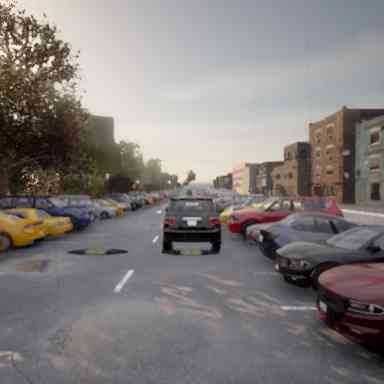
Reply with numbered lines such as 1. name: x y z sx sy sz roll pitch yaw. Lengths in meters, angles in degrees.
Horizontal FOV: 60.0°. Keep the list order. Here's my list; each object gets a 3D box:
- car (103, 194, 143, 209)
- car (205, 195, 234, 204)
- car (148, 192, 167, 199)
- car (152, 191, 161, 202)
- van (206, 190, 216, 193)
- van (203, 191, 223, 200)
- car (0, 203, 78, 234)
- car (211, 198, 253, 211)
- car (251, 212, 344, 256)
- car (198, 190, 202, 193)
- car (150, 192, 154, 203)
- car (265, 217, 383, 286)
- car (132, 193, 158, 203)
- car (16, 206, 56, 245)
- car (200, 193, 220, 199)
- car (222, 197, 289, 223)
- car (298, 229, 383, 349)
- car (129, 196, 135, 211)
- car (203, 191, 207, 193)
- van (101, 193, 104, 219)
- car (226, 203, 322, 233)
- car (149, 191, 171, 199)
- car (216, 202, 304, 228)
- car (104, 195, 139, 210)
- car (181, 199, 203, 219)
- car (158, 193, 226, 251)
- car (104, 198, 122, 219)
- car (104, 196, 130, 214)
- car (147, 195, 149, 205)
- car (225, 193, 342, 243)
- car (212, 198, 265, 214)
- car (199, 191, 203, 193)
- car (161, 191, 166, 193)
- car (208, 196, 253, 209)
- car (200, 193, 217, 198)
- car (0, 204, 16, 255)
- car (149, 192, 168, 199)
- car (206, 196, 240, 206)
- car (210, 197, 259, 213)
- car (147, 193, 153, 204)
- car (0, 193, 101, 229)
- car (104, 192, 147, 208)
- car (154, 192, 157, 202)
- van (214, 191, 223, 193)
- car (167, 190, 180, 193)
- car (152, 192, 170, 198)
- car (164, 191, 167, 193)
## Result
1. car: -8.500 1.209 41.363 4.553 1.767 2.185 0 0 0
2. car: 4.548 1.276 55.304 4.674 1.452 2.002 0 0 0
3. car: -8.555 0.887 83.012 4.553 1.767 2.185 0 0 0
4. car: -8.501 0.985 55.288 5.566 2.045 2.435 0 0 0
5. van: 4.667 1.071 46.889 4.442 1.987 1.878 0 0 0
6. van: 4.671 0.856 74.660 4.442 1.987 1.878 0 0 0
7. car: -8.722 1.484 16.300 5.366 1.575 1.946 0 0 0
8. car: 4.545 1.393 38.605 4.674 1.452 2.002 0 0 0
9. car: 4.572 1.543 10.769 4.792 1.488 2.163 0 0 0
10. car: 4.583 0.852 72.001 5.566 2.045 2.435 0 0 0
11. car: -8.498 1.151 49.717 4.553 1.767 2.185 0 0 0
12. car: 4.547 1.517 7.982 5.008 1.535 2.097 0 0 0
13. car: -8.559 1.068 60.858 4.553 1.767 2.185 0 0 0
14. car: -8.532 1.503 13.392 5.008 1.535 2.097 0 0 0
15. car: 4.743 0.962 88.702 5.366 1.575 1.946 0 0 0
16. car: 4.576 1.313 24.561 4.553 1.767 2.185 0 0 0
17. car: 4.547 1.513 5.192 5.008 1.535 2.097 0 0 0
18. car: -8.540 1.389 33.010 4.892 1.521 2.231 0 0 0
19. car: 4.583 1.090 58.085 4.553 1.767 2.185 0 0 0
20. van: -8.419 1.229 21.869 4.442 1.987 1.878 0 0 0
21. car: 4.549 1.470 19.121 5.008 1.535 2.097 0 0 0
22. car: -8.551 0.714 88.706 5.566 2.045 2.435 0 0 0
23. car: 4.359 1.451 21.904 5.366 1.575 1.946 0 0 0
24. car: -8.561 1.400 35.793 4.792 1.488 2.163 0 0 0
25. car: 0.013 1.457 29.364 1.812 1.442 4.674 0 1 0
26. car: 0.005 1.197 14.032 2.150 2.045 5.566 0 -1 0
27. car: -8.537 1.462 27.440 4.674 1.452 2.002 0 0 0
28. car: -8.539 1.405 30.225 5.008 1.535 2.097 0 0 0
29. car: -8.534 1.356 44.150 4.674 1.452 2.002 0 0 0
30. car: 4.515 1.235 16.336 5.566 2.045 2.435 0 0 0
31. car: 4.541 1.388 33.037 5.008 1.535 2.097 0 0 0
32. car: 4.367 1.168 63.654 5.366 1.575 1.946 0 0 0
33. car: -8.531 1.126 69.214 5.008 1.535 2.097 0 0 0
34. car: 4.734 1.331 41.387 5.366 1.575 1.946 0 0 0
35. car: 4.543 0.984 91.344 4.674 1.452 2.002 -1 0 0
36. car: -8.569 1.389 10.606 4.553 1.767 2.185 0 0 0
37. car: -8.554 0.864 85.796 4.553 1.767 2.185 0 0 0
38. car: 4.579 1.307 49.738 4.792 1.488 2.163 0 0 0
39. car: 4.553 1.371 35.820 5.008 1.535 2.097 0 0 0
40. car: -8.525 1.297 46.934 5.008 1.535 2.097 0 0 0
41. car: -8.507 1.219 19.084 5.566 2.045 2.435 0 0 0
42. car: -8.504 1.102 38.579 5.566 2.045 2.435 0 0 0
43. car: -8.534 1.256 52.503 5.008 1.535 2.097 0 0 0
44. van: 4.429 1.179 30.253 4.442 1.987 1.878 0 0 0
45. car: -3.486 0.851 71.690 2.150 2.045 5.566 0 0 0
46. car: -8.491 0.816 91.492 4.553 1.767 2.185 0 0 0
47. car: -8.711 1.101 71.874 5.366 1.575 1.946 0 0 0
